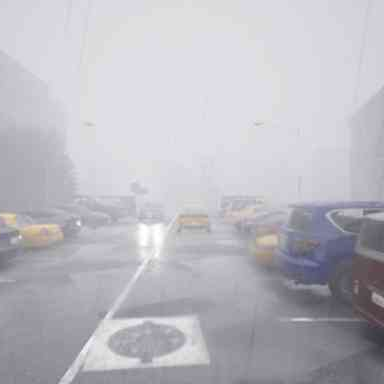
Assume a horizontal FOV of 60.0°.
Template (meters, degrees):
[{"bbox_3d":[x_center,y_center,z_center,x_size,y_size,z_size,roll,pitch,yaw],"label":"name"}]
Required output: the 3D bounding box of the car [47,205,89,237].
[{"bbox_3d":[-7.676,1.520,15.601,4.792,1.488,2.163,0,0,0],"label":"car"}]

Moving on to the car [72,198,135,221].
[{"bbox_3d":[-7.674,1.554,29.548,4.792,1.488,2.163,0,-1,0],"label":"car"}]

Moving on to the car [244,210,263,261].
[{"bbox_3d":[4.497,1.484,10.160,5.366,1.575,1.946,0,0,0],"label":"car"}]

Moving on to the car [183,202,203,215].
[{"bbox_3d":[0.105,1.728,35.501,1.994,1.385,4.181,0,-2,0],"label":"car"}]

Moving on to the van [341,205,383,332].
[{"bbox_3d":[4.798,1.258,4.704,4.442,1.987,1.878,0,0,0],"label":"van"}]

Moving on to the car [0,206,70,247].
[{"bbox_3d":[-7.833,1.486,12.807,5.366,1.575,1.946,0,0,0],"label":"car"}]

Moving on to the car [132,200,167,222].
[{"bbox_3d":[-3.084,1.514,26.647,2.128,1.511,4.902,0,0,0],"label":"car"}]

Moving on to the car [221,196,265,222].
[{"bbox_3d":[4.653,1.371,24.243,4.553,1.767,2.185,0,0,0],"label":"car"}]

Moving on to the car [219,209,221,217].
[{"bbox_3d":[4.690,1.504,27.033,5.008,1.535,2.097,0,-1,0],"label":"car"}]

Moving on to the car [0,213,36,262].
[{"bbox_3d":[-7.677,1.517,10.012,4.792,1.488,2.163,0,0,0],"label":"car"}]

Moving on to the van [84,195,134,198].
[{"bbox_3d":[-7.761,1.344,32.337,4.442,1.987,1.878,0,-1,0],"label":"van"}]

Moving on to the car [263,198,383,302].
[{"bbox_3d":[4.710,1.234,7.495,5.566,2.045,2.435,0,0,0],"label":"car"}]

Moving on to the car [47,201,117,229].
[{"bbox_3d":[-7.617,1.524,21.188,4.792,1.488,2.163,0,0,0],"label":"car"}]

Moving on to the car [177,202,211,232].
[{"bbox_3d":[0.103,1.492,20.201,1.882,1.535,5.008,0,0,0],"label":"car"}]

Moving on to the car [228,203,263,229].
[{"bbox_3d":[4.654,1.523,18.533,4.792,1.488,2.163,0,0,0],"label":"car"}]

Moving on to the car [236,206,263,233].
[{"bbox_3d":[4.680,1.531,15.744,4.674,1.452,2.002,0,0,0],"label":"car"}]

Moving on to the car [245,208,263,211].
[{"bbox_3d":[4.680,1.529,13.076,4.674,1.452,2.002,0,0,0],"label":"car"}]
